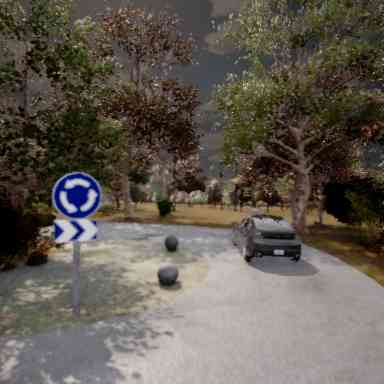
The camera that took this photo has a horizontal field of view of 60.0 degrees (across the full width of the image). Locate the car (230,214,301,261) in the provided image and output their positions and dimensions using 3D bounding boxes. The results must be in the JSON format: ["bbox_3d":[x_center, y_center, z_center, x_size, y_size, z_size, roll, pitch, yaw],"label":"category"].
[{"bbox_3d":[2.705,1.616,12.852,1.837,1.490,4.892,2,1,-1],"label":"car"}]
